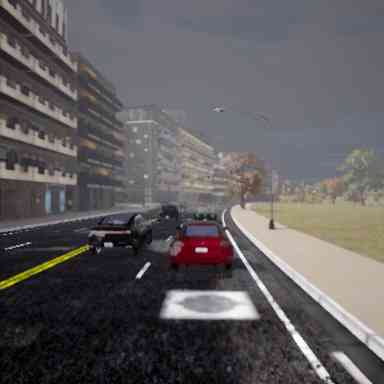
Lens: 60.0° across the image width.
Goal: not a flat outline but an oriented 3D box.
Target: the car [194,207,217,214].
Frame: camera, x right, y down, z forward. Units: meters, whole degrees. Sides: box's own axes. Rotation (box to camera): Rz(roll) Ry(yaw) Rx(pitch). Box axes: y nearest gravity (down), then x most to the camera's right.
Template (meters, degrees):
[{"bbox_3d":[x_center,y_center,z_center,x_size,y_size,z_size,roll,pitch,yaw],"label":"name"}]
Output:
[{"bbox_3d":[1.211,1.972,28.649,1.895,1.301,4.718,0,-1,4],"label":"car"}]

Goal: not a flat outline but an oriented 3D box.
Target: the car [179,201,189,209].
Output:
[{"bbox_3d":[-1.781,2.409,61.725,2.033,1.411,5.357,0,-1,9],"label":"car"}]

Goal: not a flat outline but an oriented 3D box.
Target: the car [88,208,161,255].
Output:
[{"bbox_3d":[-2.830,1.663,14.080,2.128,1.511,4.902,0,-1,2],"label":"car"}]

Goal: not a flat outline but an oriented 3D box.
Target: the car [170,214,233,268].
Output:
[{"bbox_3d":[0.341,1.708,11.829,1.994,1.385,4.181,0,-1,2],"label":"car"}]

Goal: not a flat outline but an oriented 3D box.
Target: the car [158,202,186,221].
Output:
[{"bbox_3d":[-1.907,1.899,30.410,1.837,1.490,4.892,0,-1,4],"label":"car"}]
